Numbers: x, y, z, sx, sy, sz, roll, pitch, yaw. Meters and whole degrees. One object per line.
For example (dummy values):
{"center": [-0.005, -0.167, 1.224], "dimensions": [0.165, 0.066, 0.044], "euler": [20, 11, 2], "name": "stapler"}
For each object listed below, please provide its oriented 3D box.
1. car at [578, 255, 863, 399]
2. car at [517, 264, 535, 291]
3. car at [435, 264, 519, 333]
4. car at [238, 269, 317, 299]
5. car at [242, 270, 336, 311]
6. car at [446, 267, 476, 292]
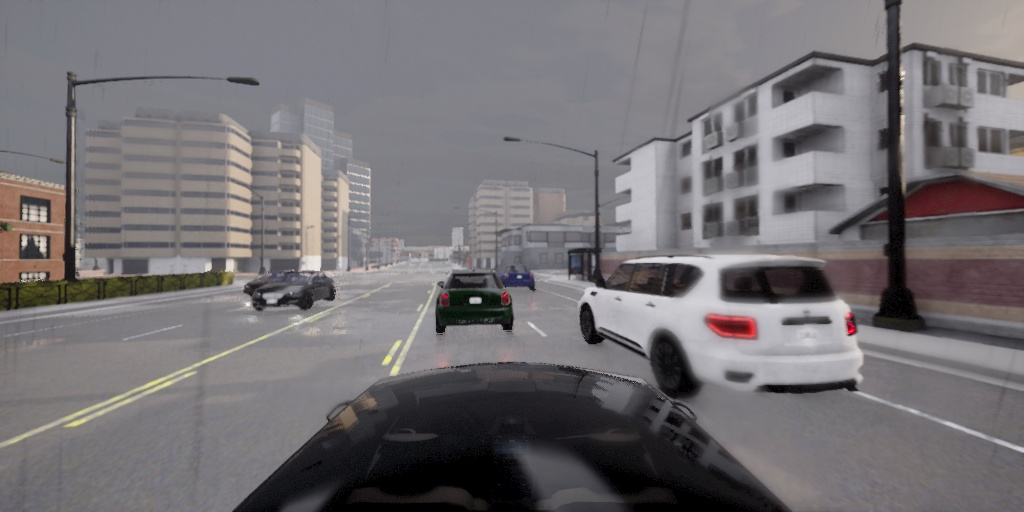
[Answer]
{"center": [3.032, 1.010, 6.788], "dimensions": [2.150, 2.045, 5.566], "euler": [0, 0, -8], "name": "car"}
{"center": [0.077, 1.323, 24.103], "dimensions": [2.097, 1.767, 4.553], "euler": [0, -1, -10], "name": "car"}
{"center": [-1.271, 1.202, 11.380], "dimensions": [2.097, 1.767, 4.553], "euler": [0, -1, -9], "name": "car"}
{"center": [-13.790, 1.554, 21.575], "dimensions": [2.033, 1.411, 5.357], "euler": [0, -1, -10], "name": "car"}
{"center": [-9.214, 1.419, 15.570], "dimensions": [2.128, 1.511, 4.902], "euler": [0, -1, -10], "name": "car"}
{"center": [-3.535, 1.516, 24.389], "dimensions": [1.812, 1.442, 4.674], "euler": [0, -1, -10], "name": "car"}
